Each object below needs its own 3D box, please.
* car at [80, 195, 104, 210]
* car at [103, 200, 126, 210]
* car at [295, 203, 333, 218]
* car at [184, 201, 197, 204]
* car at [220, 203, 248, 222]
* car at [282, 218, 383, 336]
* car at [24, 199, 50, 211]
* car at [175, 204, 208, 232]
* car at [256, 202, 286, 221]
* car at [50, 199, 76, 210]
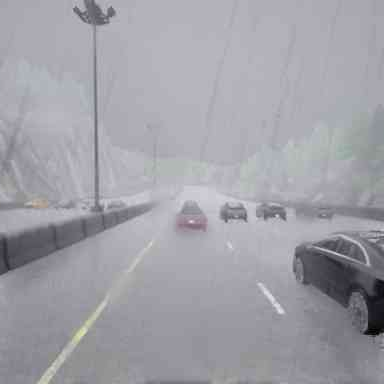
[{"bbox_3d":[-14.344,1.495,48.339,2.150,2.045,5.566,0,-1,0],"label":"car"},{"bbox_3d":[-10.847,1.833,47.892,1.994,1.385,4.181,0,0,0],"label":"car"},{"bbox_3d":[10.410,1.659,28.722,2.128,1.511,4.902,0,0,0],"label":"car"},{"bbox_3d":[-0.154,1.765,38.167,2.033,1.411,5.357,0,0,0],"label":"car"},{"bbox_3d":[3.415,1.653,27.840,2.128,1.511,4.902,0,0,0],"label":"car"},{"bbox_3d":[3.556,1.531,6.735,2.128,1.511,4.902,0,0,0],"label":"car"},{"bbox_3d":[-21.353,1.732,46.037,1.882,1.535,5.008,0,-1,0],"label":"car"},{"bbox_3d":[-0.041,1.685,21.241,1.994,1.385,4.181,0,0,0],"label":"car"},{"bbox_3d":[6.905,1.674,29.422,1.837,1.490,4.892,0,0,0],"label":"car"},{"bbox_3d":[-17.851,1.787,47.040,1.812,1.442,4.674,0,0,0],"label":"car"}]
